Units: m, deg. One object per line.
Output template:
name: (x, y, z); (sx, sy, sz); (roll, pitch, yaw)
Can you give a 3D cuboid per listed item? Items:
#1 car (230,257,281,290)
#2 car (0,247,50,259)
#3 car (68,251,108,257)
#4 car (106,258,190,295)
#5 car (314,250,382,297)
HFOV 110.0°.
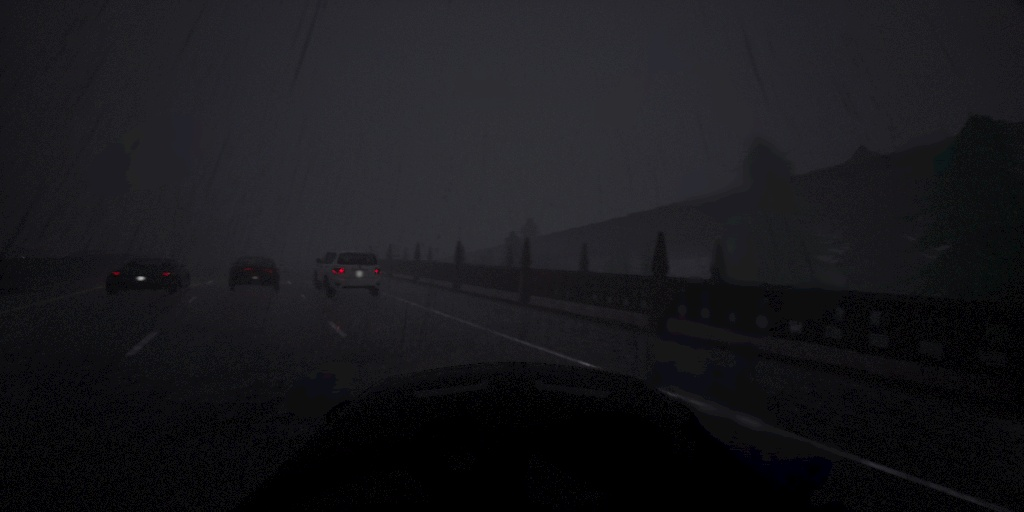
car: (-12.791, 0.795, 17.932); (1.882, 1.535, 5.008); (3, 0, -36)
car: (-36.538, 0.088, 26.731); (1.812, 1.442, 4.674); (3, -3, -36)
car: (-33.616, 0.260, 28.653); (1.994, 1.385, 4.181); (3, -3, -36)
car: (-14.986, 0.762, 14.992); (1.994, 1.385, 4.181); (3, -1, -36)
car: (-7.962, 0.744, 17.235); (2.150, 2.045, 5.566); (3, 0, -36)
